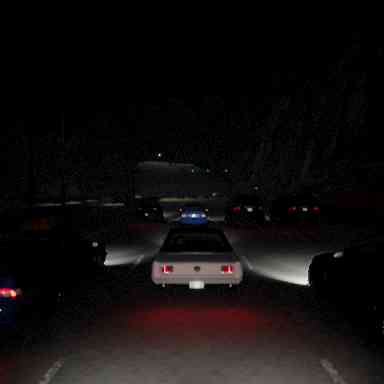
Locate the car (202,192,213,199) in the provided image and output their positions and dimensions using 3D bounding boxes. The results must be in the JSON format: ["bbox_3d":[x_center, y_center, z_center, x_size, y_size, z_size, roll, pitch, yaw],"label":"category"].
[{"bbox_3d":[3.798,1.152,91.342,2.128,1.511,4.902,0,1,0],"label":"car"}]

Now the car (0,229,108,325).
[{"bbox_3d":[-3.396,1.542,7.414,2.033,1.411,5.357,0,0,0],"label":"car"}]

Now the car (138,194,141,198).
[{"bbox_3d":[-13.774,1.276,83.043,1.812,1.442,4.674,0,1,0],"label":"car"}]

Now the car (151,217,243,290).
[{"bbox_3d":[0.105,1.594,8.988,1.895,1.301,4.718,0,0,0],"label":"car"}]

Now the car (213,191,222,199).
[{"bbox_3d":[7.299,1.171,91.496,2.033,1.411,5.357,0,1,0],"label":"car"}]

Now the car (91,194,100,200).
[{"bbox_3d":[-24.278,1.312,82.584,1.994,1.385,4.181,0,1,0],"label":"car"}]

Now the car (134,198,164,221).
[{"bbox_3d":[-3.381,1.474,27.165,2.128,1.511,4.902,0,0,0],"label":"car"}]

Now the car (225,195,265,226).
[{"bbox_3d":[3.616,1.204,23.409,2.150,2.045,5.566,0,0,0],"label":"car"}]

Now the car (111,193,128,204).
[{"bbox_3d":[-13.944,1.418,62.770,1.837,1.490,4.892,0,0,0],"label":"car"}]

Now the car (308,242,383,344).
[{"bbox_3d":[3.606,1.560,5.829,1.994,1.385,4.181,0,0,0],"label":"car"}]

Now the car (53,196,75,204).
[{"bbox_3d":[-24.444,1.391,62.830,1.882,1.535,5.008,0,0,0],"label":"car"}]

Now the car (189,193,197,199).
[{"bbox_3d":[0.301,1.177,91.748,1.994,1.385,4.181,0,1,0],"label":"car"}]

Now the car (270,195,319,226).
[{"bbox_3d":[7.118,1.204,23.608,2.150,2.045,5.566,0,0,0],"label":"car"}]

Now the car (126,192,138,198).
[{"bbox_3d":[-13.861,1.085,72.863,2.150,2.045,5.566,0,0,0],"label":"car"}]

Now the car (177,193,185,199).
[{"bbox_3d":[-3.202,1.105,91.396,1.882,1.535,5.008,0,1,0],"label":"car"}]

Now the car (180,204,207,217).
[{"bbox_3d":[0.115,1.531,23.378,2.033,1.411,5.357,0,0,0],"label":"car"}]

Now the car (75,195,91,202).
[{"bbox_3d":[-24.365,1.459,72.512,1.895,1.301,4.718,0,0,0],"label":"car"}]
